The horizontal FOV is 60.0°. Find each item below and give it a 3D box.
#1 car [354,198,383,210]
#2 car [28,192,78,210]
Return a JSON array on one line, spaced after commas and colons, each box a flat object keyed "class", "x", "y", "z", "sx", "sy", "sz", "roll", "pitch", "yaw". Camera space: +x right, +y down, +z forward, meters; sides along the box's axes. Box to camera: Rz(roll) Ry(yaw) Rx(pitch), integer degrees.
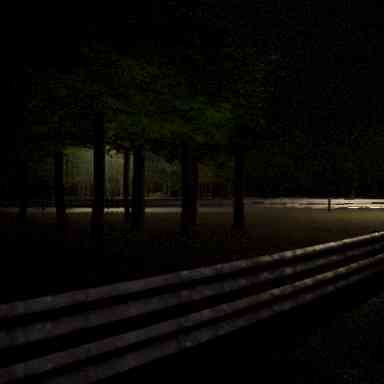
[{"class": "car", "x": 22.369, "y": 1.464, "z": 40.904, "sx": 4.674, "sy": 1.442, "sz": 1.812, "roll": 0, "pitch": -1, "yaw": -1}, {"class": "car", "x": -16.735, "y": 1.069, "z": 40.196, "sx": 5.566, "sy": 2.045, "sz": 2.150, "roll": 0, "pitch": -1, "yaw": -1}]
